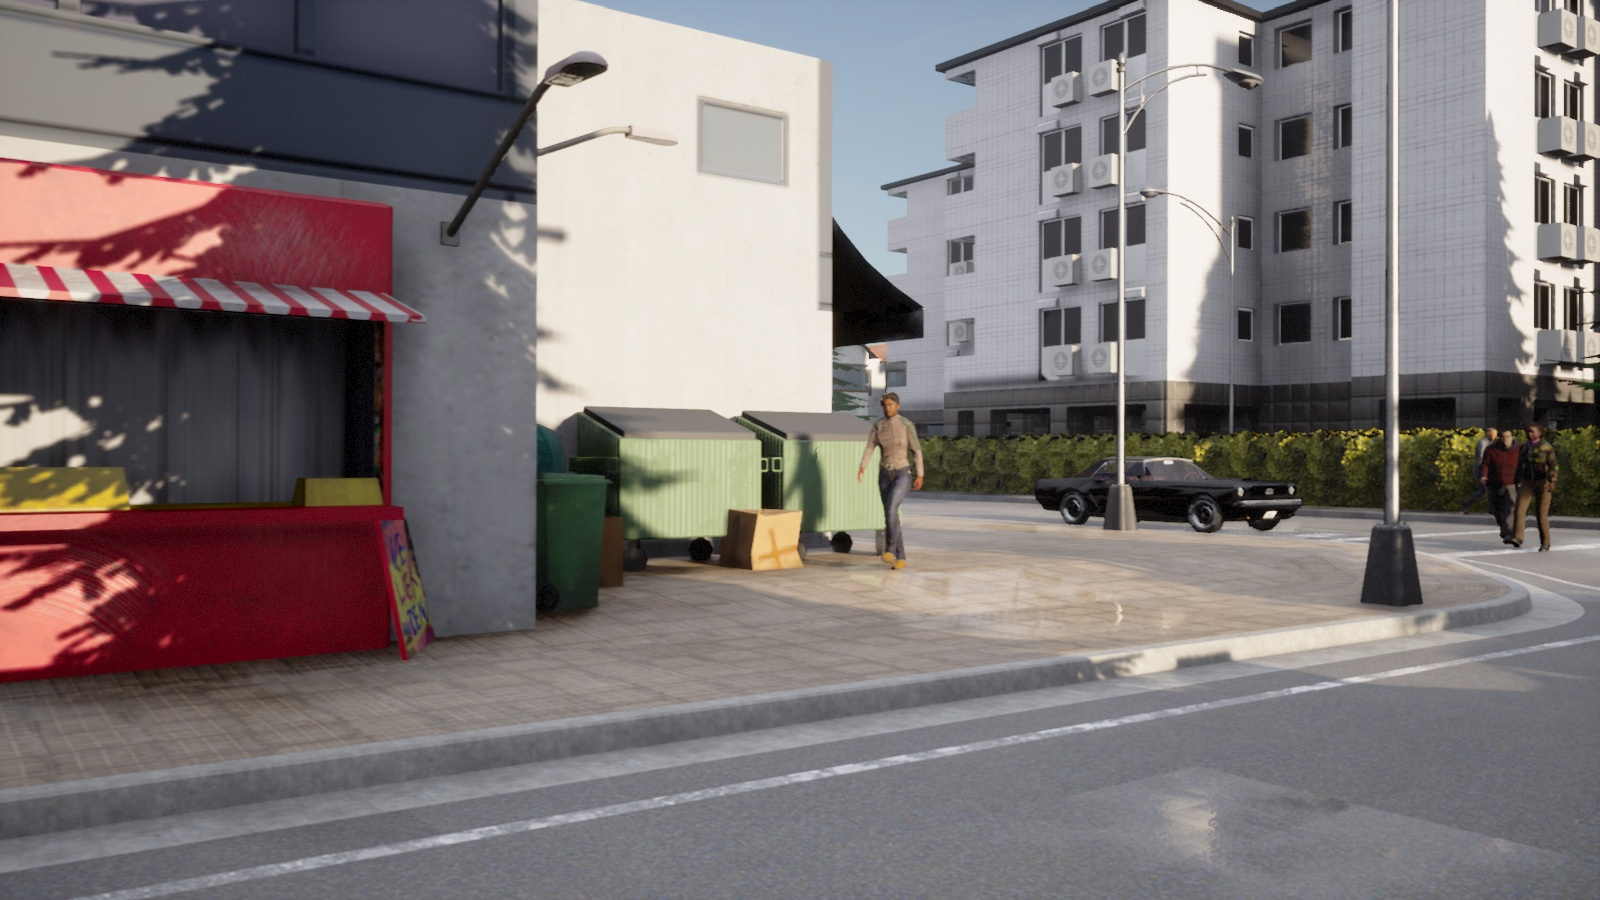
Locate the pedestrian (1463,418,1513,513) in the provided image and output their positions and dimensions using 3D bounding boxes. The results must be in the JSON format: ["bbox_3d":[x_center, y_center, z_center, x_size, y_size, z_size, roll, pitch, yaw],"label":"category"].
[{"bbox_3d":[13.619,0.311,24.867,0.540,1.848,0.694,0,0,-35],"label":"pedestrian"}]

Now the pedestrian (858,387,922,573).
[{"bbox_3d":[0.916,0.295,12.633,0.328,1.805,0.869,0,0,27],"label":"pedestrian"}]

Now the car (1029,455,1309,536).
[{"bbox_3d":[6.574,0.750,22.896,1.895,1.301,4.718,0,0,-36],"label":"car"}]

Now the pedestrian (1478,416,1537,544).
[{"bbox_3d":[10.475,0.429,18.586,0.634,1.844,0.899,0,0,37],"label":"pedestrian"}]

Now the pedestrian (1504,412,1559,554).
[{"bbox_3d":[10.147,0.454,17.416,0.692,1.930,0.395,0,0,-35],"label":"pedestrian"}]
